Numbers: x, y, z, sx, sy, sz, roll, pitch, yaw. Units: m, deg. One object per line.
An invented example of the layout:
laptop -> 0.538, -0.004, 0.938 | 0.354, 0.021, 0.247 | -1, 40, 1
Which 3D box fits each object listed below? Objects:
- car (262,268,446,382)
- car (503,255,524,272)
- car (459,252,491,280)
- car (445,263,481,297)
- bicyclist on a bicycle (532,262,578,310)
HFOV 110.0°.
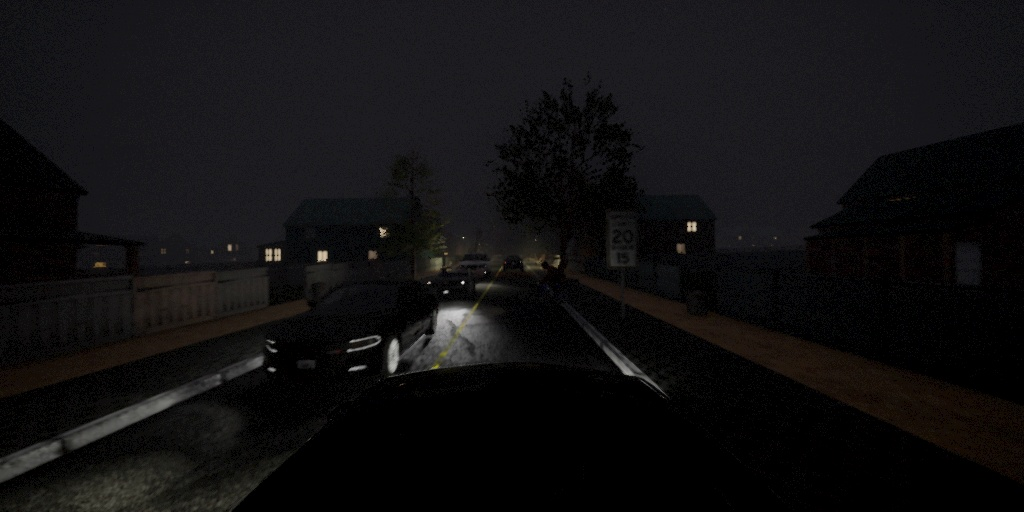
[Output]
car -> -2.851, 1.201, 7.464 | 1.882, 1.535, 5.008 | -1, 1, 0
car -> 0.127, 0.700, 37.916 | 2.097, 1.767, 4.553 | -1, 1, 0
car -> -2.820, 0.715, 28.088 | 2.150, 2.045, 5.566 | -1, 1, 0
car -> -2.837, 1.212, 17.621 | 1.895, 1.301, 4.718 | -1, 1, 0
bicyclist on a bicycle -> 1.404, 0.986, 12.390 | 1.656, 1.620, 0.582 | -10, 1, 0
